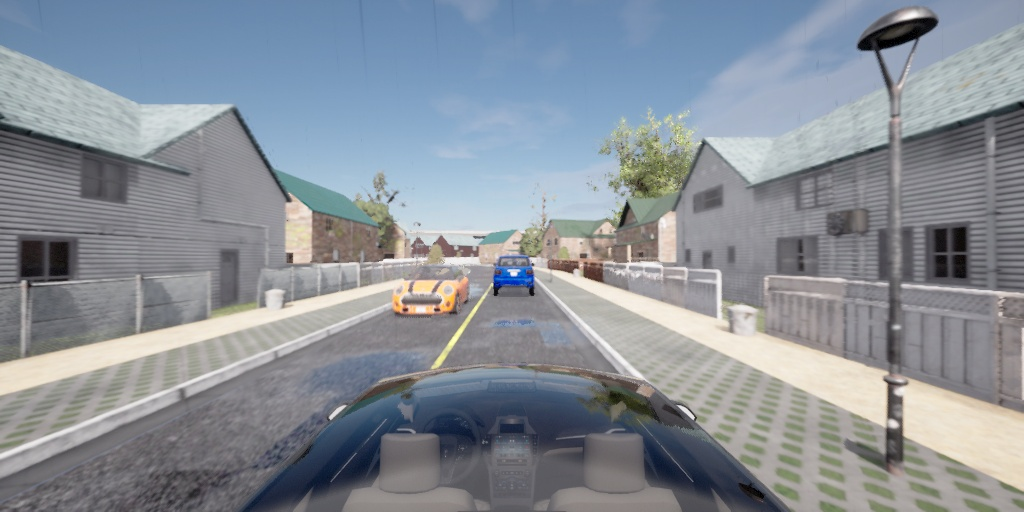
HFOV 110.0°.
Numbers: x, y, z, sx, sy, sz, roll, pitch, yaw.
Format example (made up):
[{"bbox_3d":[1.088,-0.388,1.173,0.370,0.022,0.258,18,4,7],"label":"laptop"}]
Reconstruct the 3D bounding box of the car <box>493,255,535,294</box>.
[{"bbox_3d":[0.111,0.963,20.105,2.150,2.045,5.566,0,0,0],"label":"car"}]

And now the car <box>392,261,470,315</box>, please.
[{"bbox_3d":[-2.846,1.098,13.463,2.097,1.767,4.553,0,0,0],"label":"car"}]
